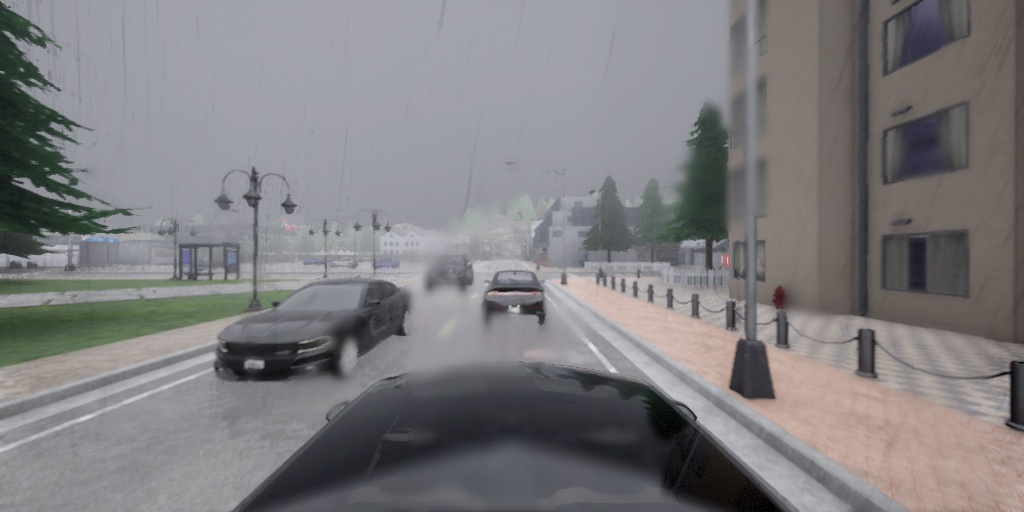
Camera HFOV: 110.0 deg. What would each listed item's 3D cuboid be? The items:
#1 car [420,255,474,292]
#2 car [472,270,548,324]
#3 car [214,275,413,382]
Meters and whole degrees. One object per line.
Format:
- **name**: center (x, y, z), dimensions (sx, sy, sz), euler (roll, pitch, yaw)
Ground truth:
- **car**: center (-3.518, 0.927, 21.167), dimensions (2.150, 2.045, 5.566), euler (0, 0, 0)
- **car**: center (0.097, 1.218, 11.882), dimensions (2.128, 1.511, 4.902), euler (0, 0, 0)
- **car**: center (-3.540, 1.215, 7.469), dimensions (1.882, 1.535, 5.008), euler (0, 0, 1)
